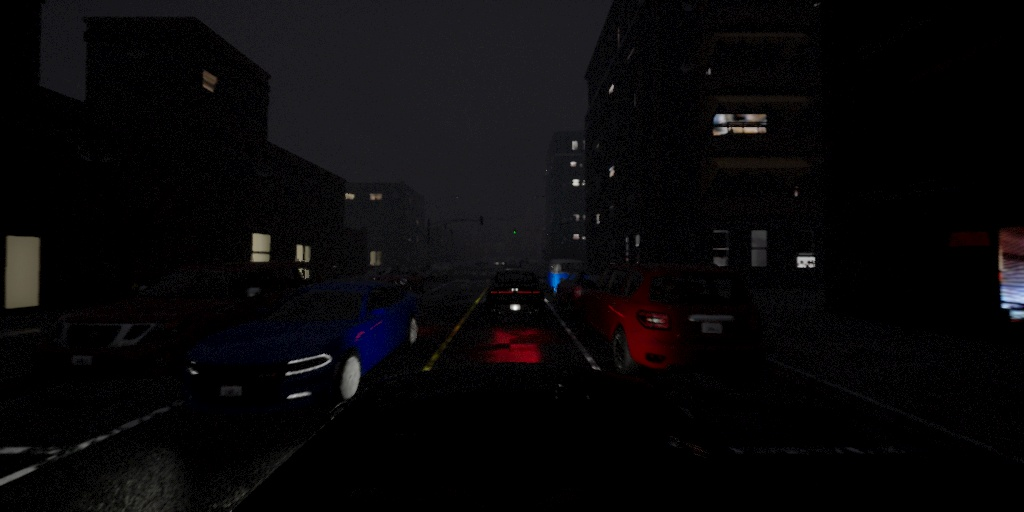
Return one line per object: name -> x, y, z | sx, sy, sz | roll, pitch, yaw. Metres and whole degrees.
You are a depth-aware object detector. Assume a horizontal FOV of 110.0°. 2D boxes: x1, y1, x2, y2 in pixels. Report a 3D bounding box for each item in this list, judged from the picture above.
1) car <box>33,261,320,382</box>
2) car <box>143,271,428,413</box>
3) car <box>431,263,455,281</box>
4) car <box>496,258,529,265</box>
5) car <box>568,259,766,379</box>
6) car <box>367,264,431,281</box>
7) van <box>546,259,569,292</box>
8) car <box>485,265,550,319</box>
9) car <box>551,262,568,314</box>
car -> -5.691, 1.049, 7.249 | 2.192, 1.841, 5.009 | 0, 0, 0
car -> -3.101, 1.214, 6.460 | 1.882, 1.535, 5.008 | 0, 0, 0
car -> -5.699, 1.225, 28.878 | 2.007, 1.370, 4.403 | 0, 0, 0
car -> 0.090, 1.167, 28.519 | 2.128, 1.511, 4.902 | 0, 0, 0
car -> 2.689, 1.050, 7.245 | 2.192, 1.841, 5.009 | 0, 0, 0
car -> -5.695, 1.144, 18.064 | 1.967, 1.591, 4.097 | 0, 0, 0
van -> 2.686, 1.046, 18.059 | 1.690, 1.789, 3.998 | 0, 0, 0
car -> 0.094, 1.223, 12.677 | 1.837, 1.490, 4.892 | 0, 0, 0
car -> 2.687, 1.160, 12.652 | 1.967, 1.591, 4.097 | 0, 0, 0
